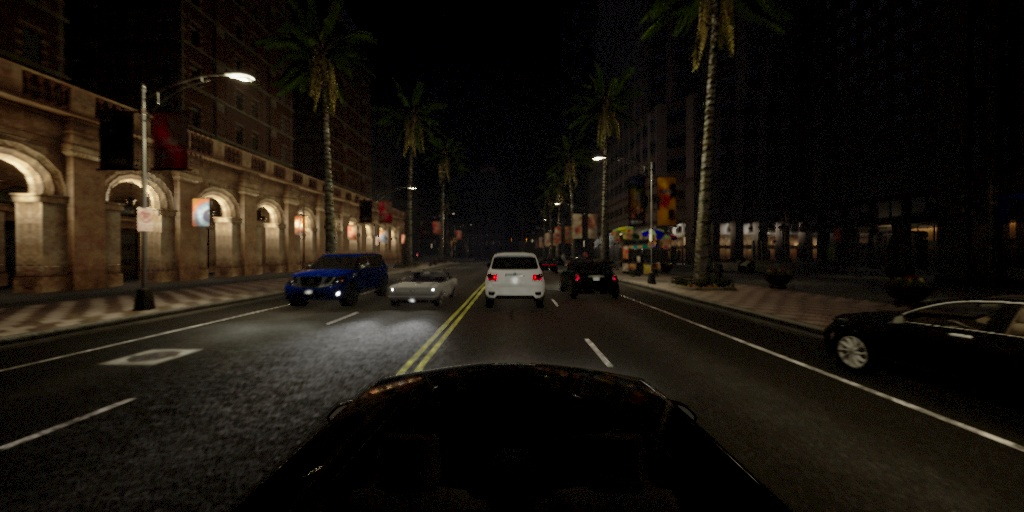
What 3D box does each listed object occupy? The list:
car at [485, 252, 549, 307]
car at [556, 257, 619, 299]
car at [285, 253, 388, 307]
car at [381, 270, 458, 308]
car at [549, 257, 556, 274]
[{"bbox_3d":[0.103,0.877,14.942,2.150,2.045,5.566,0,0,0],"label":"car"},{"bbox_3d":[3.602,0.990,17.425,2.097,1.767,4.553,0,0,0],"label":"car"},{"bbox_3d":[-7.006,0.880,15.128,2.150,2.045,5.566,0,0,0],"label":"car"},{"bbox_3d":[-3.508,1.258,14.857,1.895,1.301,4.718,0,0,0],"label":"car"},{"bbox_3d":[3.621,1.001,37.232,1.837,1.490,4.892,0,0,0],"label":"car"}]
